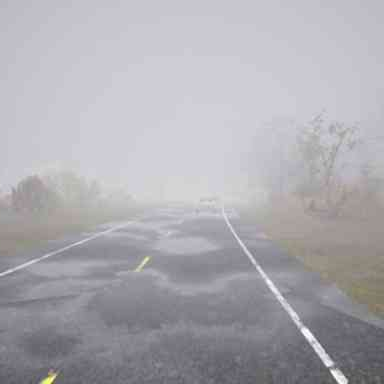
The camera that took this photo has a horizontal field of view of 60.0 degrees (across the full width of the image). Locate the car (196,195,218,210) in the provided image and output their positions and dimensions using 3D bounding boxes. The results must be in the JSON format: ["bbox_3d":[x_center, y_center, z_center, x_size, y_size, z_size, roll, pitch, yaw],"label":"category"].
[{"bbox_3d":[1.352,1.167,32.014,1.801,1.575,5.366,0,0,4],"label":"car"}]

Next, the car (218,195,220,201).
[{"bbox_3d":[4.416,1.199,64.217,1.882,1.535,5.008,0,0,7],"label":"car"}]
